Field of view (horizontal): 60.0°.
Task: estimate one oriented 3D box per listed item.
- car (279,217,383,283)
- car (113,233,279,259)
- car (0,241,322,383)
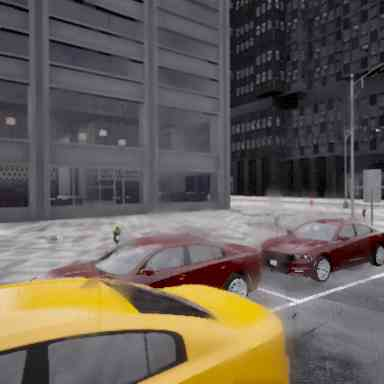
[{"bbox_3d":[3.817,1.445,9.388,4.507,1.381,1.887,-1,1,-36],"label":"car"},{"bbox_3d":[-0.680,1.511,6.178,4.507,1.381,1.887,-1,1,-36],"label":"car"},{"bbox_3d":[-1.482,1.478,2.197,5.008,1.535,1.882,-1,0,-35],"label":"car"}]
